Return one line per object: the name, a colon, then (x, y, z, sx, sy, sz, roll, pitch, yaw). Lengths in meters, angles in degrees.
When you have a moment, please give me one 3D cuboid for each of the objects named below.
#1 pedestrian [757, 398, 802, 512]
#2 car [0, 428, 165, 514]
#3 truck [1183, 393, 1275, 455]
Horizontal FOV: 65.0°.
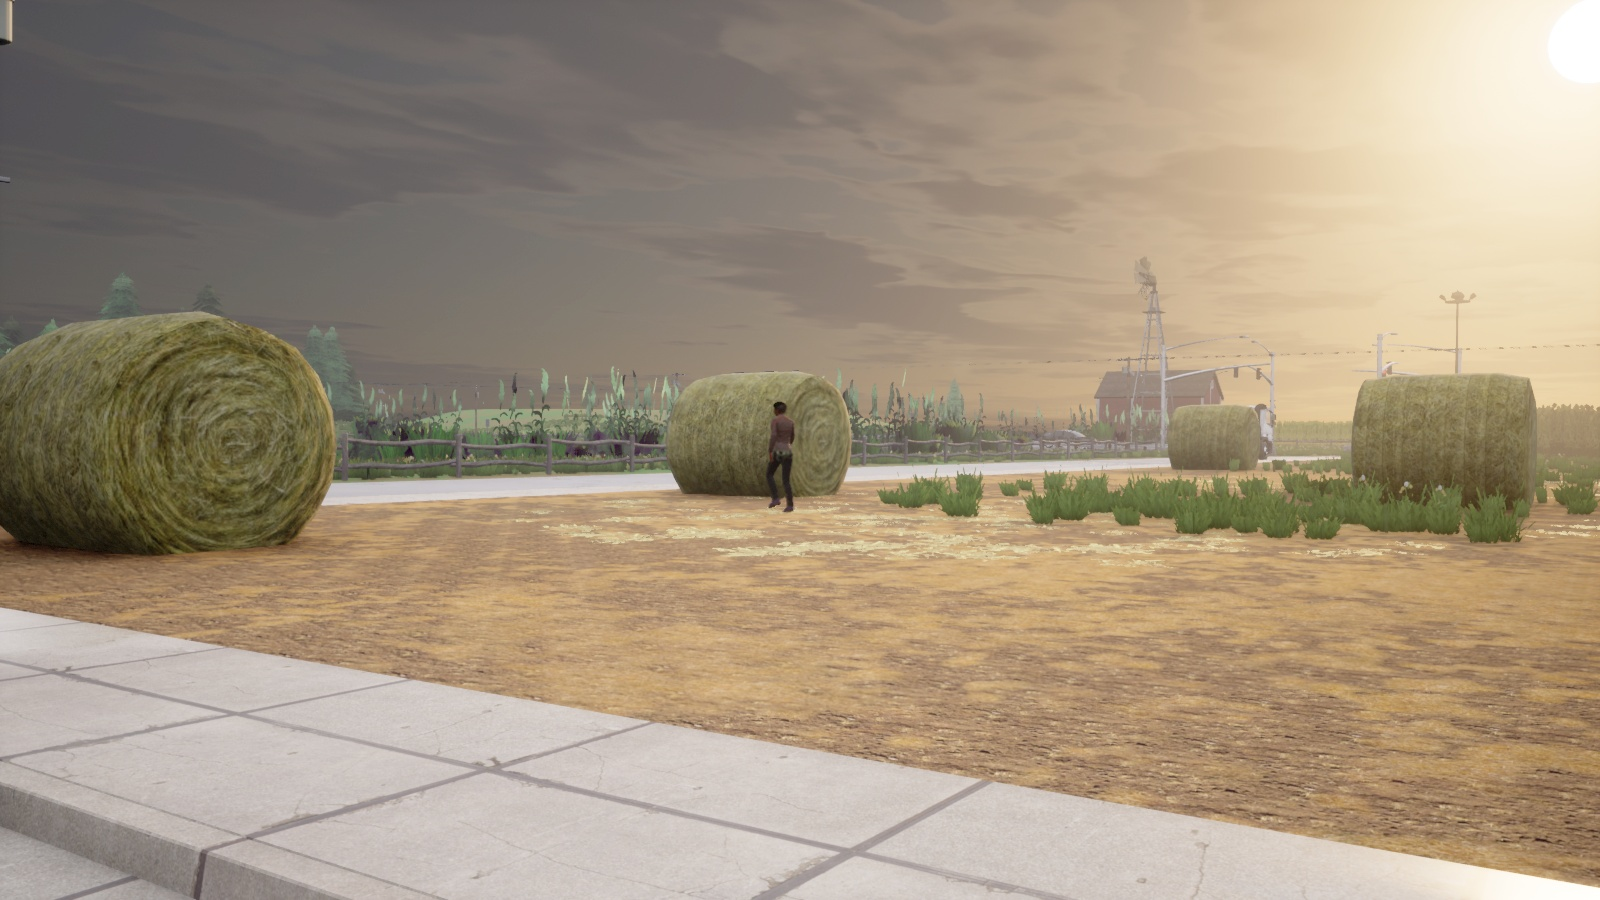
pedestrian: (-0.334, 0.079, 20.332, 0.328, 1.805, 0.869, -1, 1, -31)
car: (-15.257, 0.388, 25.279, 1.851, 1.617, 3.988, 0, 1, 36)
truck: (25.712, -1.542, 74.990, 2.891, 3.462, 7.936, 0, 1, 36)
